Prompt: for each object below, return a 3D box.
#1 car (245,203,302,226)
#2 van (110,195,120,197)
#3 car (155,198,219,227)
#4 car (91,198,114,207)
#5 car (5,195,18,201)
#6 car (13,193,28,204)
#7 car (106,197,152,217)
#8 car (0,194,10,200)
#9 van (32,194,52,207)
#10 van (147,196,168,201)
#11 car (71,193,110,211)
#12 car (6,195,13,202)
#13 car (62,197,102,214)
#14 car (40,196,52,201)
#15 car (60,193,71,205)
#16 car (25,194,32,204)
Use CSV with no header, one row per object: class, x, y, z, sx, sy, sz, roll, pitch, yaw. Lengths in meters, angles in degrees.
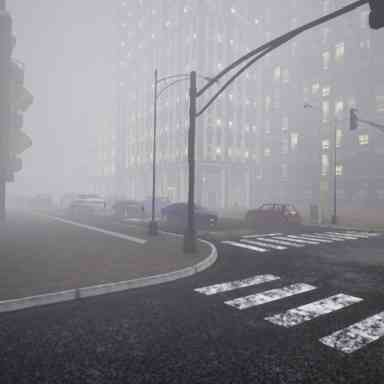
car,5.699,1.505,23.902,1.967,1.590,4.097,1,-1,-35
van,-10.659,1.368,46.926,1.690,1.788,3.998,1,-1,-35
car,-0.243,1.425,22.265,1.882,1.535,5.008,1,-1,-36
car,-13.936,1.586,51.527,1.947,1.339,4.313,1,-1,-35
car,-40.396,1.377,74.301,2.008,1.369,4.403,1,-1,-35
car,-30.577,1.155,60.490,2.192,1.841,5.009,1,-1,-35
car,-5.713,1.439,29.965,1.837,1.490,4.892,1,-1,-35
car,-46.844,1.365,83.374,1.752,1.417,4.829,1,-1,-35
van,-20.762,1.197,46.676,1.690,1.788,3.998,1,-1,-35
van,-4.116,1.382,37.716,1.690,1.788,3.998,1,-1,-35
car,-11.862,1.142,38.649,2.150,2.045,5.566,1,-1,-35
car,-37.125,1.396,69.697,1.947,1.339,4.313,1,-1,-35
car,-10.950,1.427,32.861,2.008,1.369,4.403,1,-1,-35
car,-36.840,1.570,83.758,1.802,1.307,4.206,1,-1,-35
car,-20.579,1.181,56.246,2.150,2.045,5.566,1,-1,-35
car,-24.038,1.432,51.278,1.802,1.307,4.206,1,-1,-35
